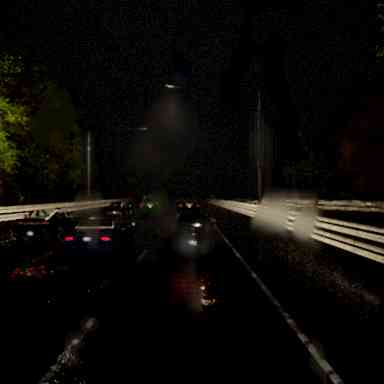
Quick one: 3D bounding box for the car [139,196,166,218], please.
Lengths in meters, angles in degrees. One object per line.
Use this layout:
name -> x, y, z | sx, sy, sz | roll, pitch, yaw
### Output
car -> -3.782, 1.407, 32.422 | 2.150, 2.045, 5.566 | 0, 0, -1

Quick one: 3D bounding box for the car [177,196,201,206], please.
car -> -0.285, 1.406, 32.509 | 2.150, 2.045, 5.566 | 0, 0, -1

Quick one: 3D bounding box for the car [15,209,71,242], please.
car -> -7.023, 1.583, 16.820 | 2.128, 1.511, 4.902 | 0, 0, -1

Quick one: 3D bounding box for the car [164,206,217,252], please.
car -> 0.006, 1.581, 14.276 | 1.837, 1.490, 4.892 | 0, 0, 0

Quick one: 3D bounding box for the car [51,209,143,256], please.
car -> -3.483, 1.619, 13.474 | 2.033, 1.411, 5.357 | 0, 0, 0

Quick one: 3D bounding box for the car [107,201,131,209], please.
car -> -7.312, 1.698, 33.474 | 1.837, 1.490, 4.892 | 0, 0, -1
